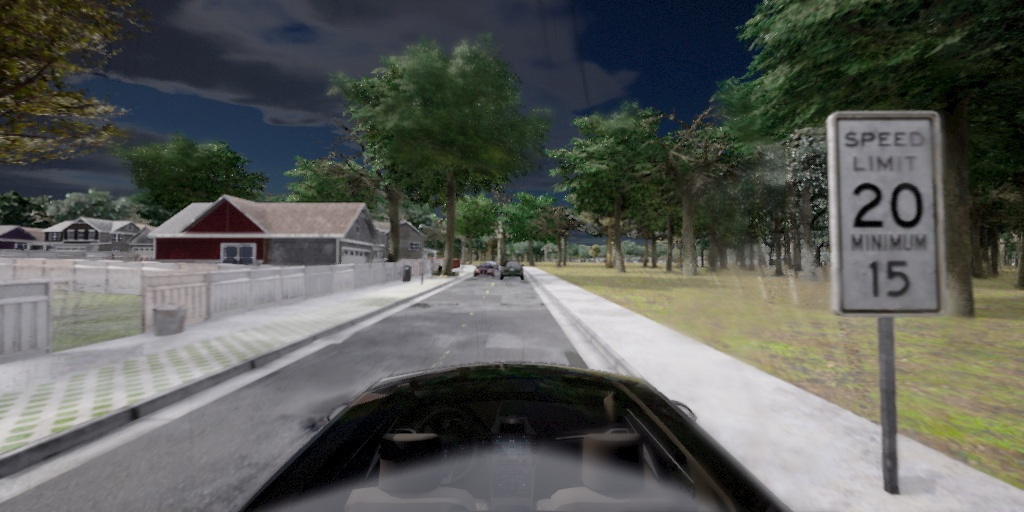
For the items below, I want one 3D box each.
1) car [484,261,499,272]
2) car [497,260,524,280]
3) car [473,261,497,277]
[{"bbox_3d":[-2.747,1.439,49.356,1.812,1.442,4.674,0,0,0],"label":"car"},{"bbox_3d":[0.003,1.167,32.392,2.097,1.767,4.553,0,0,0],"label":"car"},{"bbox_3d":[-2.751,1.392,36.551,1.994,1.385,4.181,0,0,0],"label":"car"}]
